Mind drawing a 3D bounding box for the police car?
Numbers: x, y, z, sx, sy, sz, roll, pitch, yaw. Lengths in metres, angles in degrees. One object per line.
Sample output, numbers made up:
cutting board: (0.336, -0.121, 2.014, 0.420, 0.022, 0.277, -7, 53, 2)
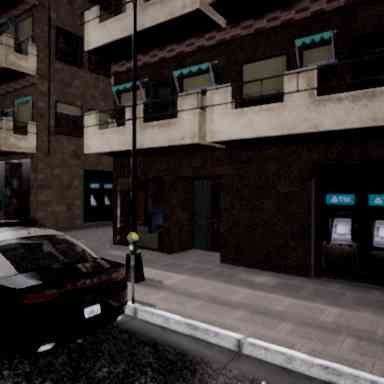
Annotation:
police car: (-3.398, 1.289, 5.843, 5.238, 1.638, 1.930, 2, 1, 35)
